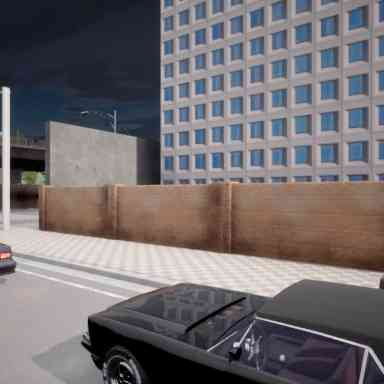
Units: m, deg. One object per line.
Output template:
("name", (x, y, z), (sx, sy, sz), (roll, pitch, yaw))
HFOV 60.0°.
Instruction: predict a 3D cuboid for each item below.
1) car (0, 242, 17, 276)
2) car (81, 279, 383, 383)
("car", (-6.762, 1.547, 8.821), (5.357, 1.411, 2.033), (0, 0, 36))
("car", (1.042, 1.601, 3.242), (4.718, 1.301, 1.895), (0, 0, 36))
